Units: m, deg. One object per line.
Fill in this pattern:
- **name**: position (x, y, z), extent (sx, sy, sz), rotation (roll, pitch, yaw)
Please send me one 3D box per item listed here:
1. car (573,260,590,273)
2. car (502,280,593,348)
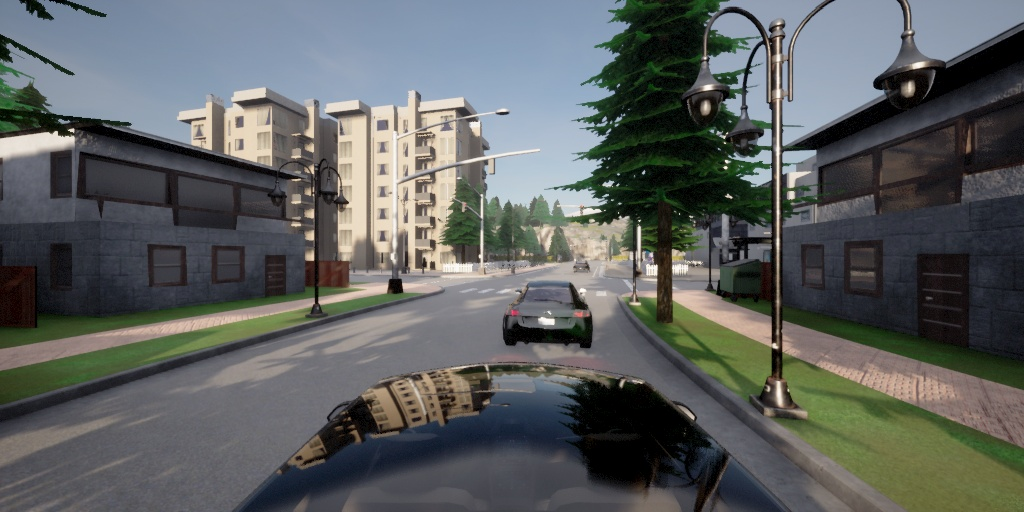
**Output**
- **car**: position (8.735, 1.276, 44.869), extent (2.128, 1.511, 4.902), rotation (0, 0, 14)
- **car**: position (0.994, 1.314, 9.322), extent (1.994, 1.385, 4.181), rotation (0, 0, 8)
